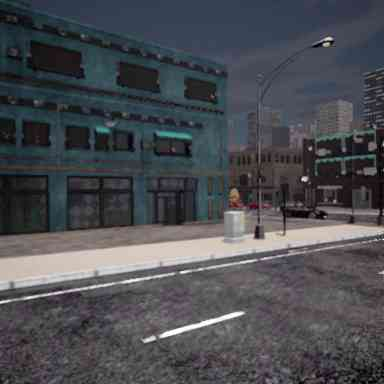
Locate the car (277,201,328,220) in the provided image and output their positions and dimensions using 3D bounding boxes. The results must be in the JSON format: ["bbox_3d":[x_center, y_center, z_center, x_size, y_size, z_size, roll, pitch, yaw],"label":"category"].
[{"bbox_3d":[10.686,1.881,31.625,1.947,1.339,4.313,-1,0,-35],"label":"car"}]

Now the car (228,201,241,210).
[{"bbox_3d":[6.411,2.055,52.382,1.802,1.307,4.206,-1,0,-35],"label":"car"}]

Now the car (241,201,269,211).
[{"bbox_3d":[9.607,1.992,47.865,1.802,1.307,4.206,-1,0,-35],"label":"car"}]

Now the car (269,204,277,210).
[{"bbox_3d":[12.805,1.898,43.346,2.008,1.369,4.403,-1,0,-35],"label":"car"}]
